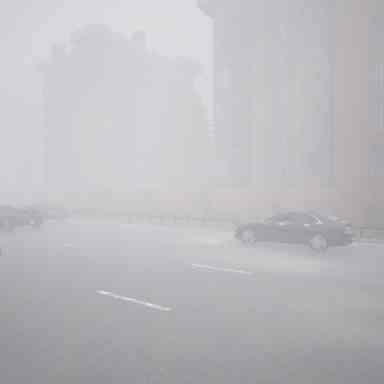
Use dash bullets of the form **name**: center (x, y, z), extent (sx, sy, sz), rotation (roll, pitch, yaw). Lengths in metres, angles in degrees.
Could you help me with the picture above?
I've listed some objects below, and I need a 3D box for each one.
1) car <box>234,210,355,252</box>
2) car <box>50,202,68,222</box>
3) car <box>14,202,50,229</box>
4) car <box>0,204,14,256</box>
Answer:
- **car**: center (4.120, 1.505, 13.955), extent (4.892, 1.490, 1.837), rotation (0, 0, 36)
- **car**: center (-11.394, 1.492, 25.036), extent (4.902, 1.511, 2.128), rotation (0, 0, 36)
- **car**: center (-11.188, 1.504, 20.586), extent (4.892, 1.490, 1.837), rotation (0, 0, 36)
- **car**: center (-7.621, 1.221, 9.438), extent (5.566, 2.045, 2.150), rotation (0, 0, 36)
